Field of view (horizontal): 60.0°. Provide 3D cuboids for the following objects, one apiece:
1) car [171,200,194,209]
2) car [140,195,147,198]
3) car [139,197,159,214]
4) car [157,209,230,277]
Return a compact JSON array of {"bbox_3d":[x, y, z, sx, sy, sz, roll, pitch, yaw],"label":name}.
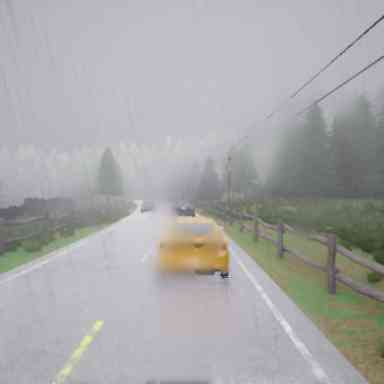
[{"bbox_3d":[-0.933,1.509,31.771,2.097,1.767,4.553,0,0,-4],"label":"car"},{"bbox_3d":[-11.392,1.501,78.302,1.837,1.490,4.892,0,0,-13],"label":"car"},{"bbox_3d":[-4.894,1.693,38.112,1.837,1.490,4.892,0,0,-6],"label":"car"},{"bbox_3d":[0.020,1.529,10.443,1.882,1.535,5.008,0,0,-1],"label":"car"}]
